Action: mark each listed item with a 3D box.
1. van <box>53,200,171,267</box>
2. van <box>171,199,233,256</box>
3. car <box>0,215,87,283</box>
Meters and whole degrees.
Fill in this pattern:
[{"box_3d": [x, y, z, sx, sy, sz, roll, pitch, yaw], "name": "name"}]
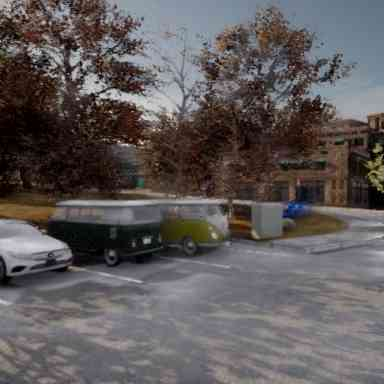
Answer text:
[{"box_3d": [-3.152, 1.273, 11.445, 4.442, 1.987, 1.878, -1, -1, 35], "name": "van"}, {"box_3d": [-0.552, 1.278, 13.022, 4.442, 1.987, 1.878, -1, -1, 35], "name": "van"}, {"box_3d": [-5.454, 1.530, 9.683, 4.674, 1.452, 2.002, -1, -1, 35], "name": "car"}]
